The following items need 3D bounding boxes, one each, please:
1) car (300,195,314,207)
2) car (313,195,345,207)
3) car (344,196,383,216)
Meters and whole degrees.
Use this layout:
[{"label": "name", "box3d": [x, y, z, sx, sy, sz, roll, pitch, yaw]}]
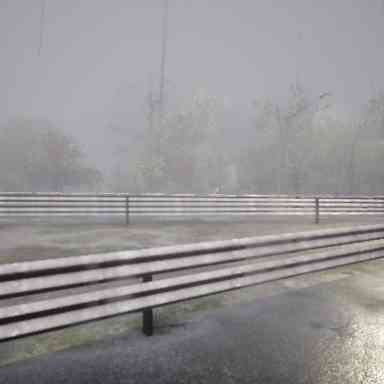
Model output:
[{"label": "car", "box3d": [13.007, 1.014, 32.456, 4.902, 1.511, 2.128, 1, 0, -14]}, {"label": "car", "box3d": [13.780, 1.080, 29.045, 5.357, 1.411, 2.033, 1, 0, -14]}, {"label": "car", "box3d": [14.628, 1.144, 25.645, 4.718, 1.301, 1.895, 1, 0, -14]}]
